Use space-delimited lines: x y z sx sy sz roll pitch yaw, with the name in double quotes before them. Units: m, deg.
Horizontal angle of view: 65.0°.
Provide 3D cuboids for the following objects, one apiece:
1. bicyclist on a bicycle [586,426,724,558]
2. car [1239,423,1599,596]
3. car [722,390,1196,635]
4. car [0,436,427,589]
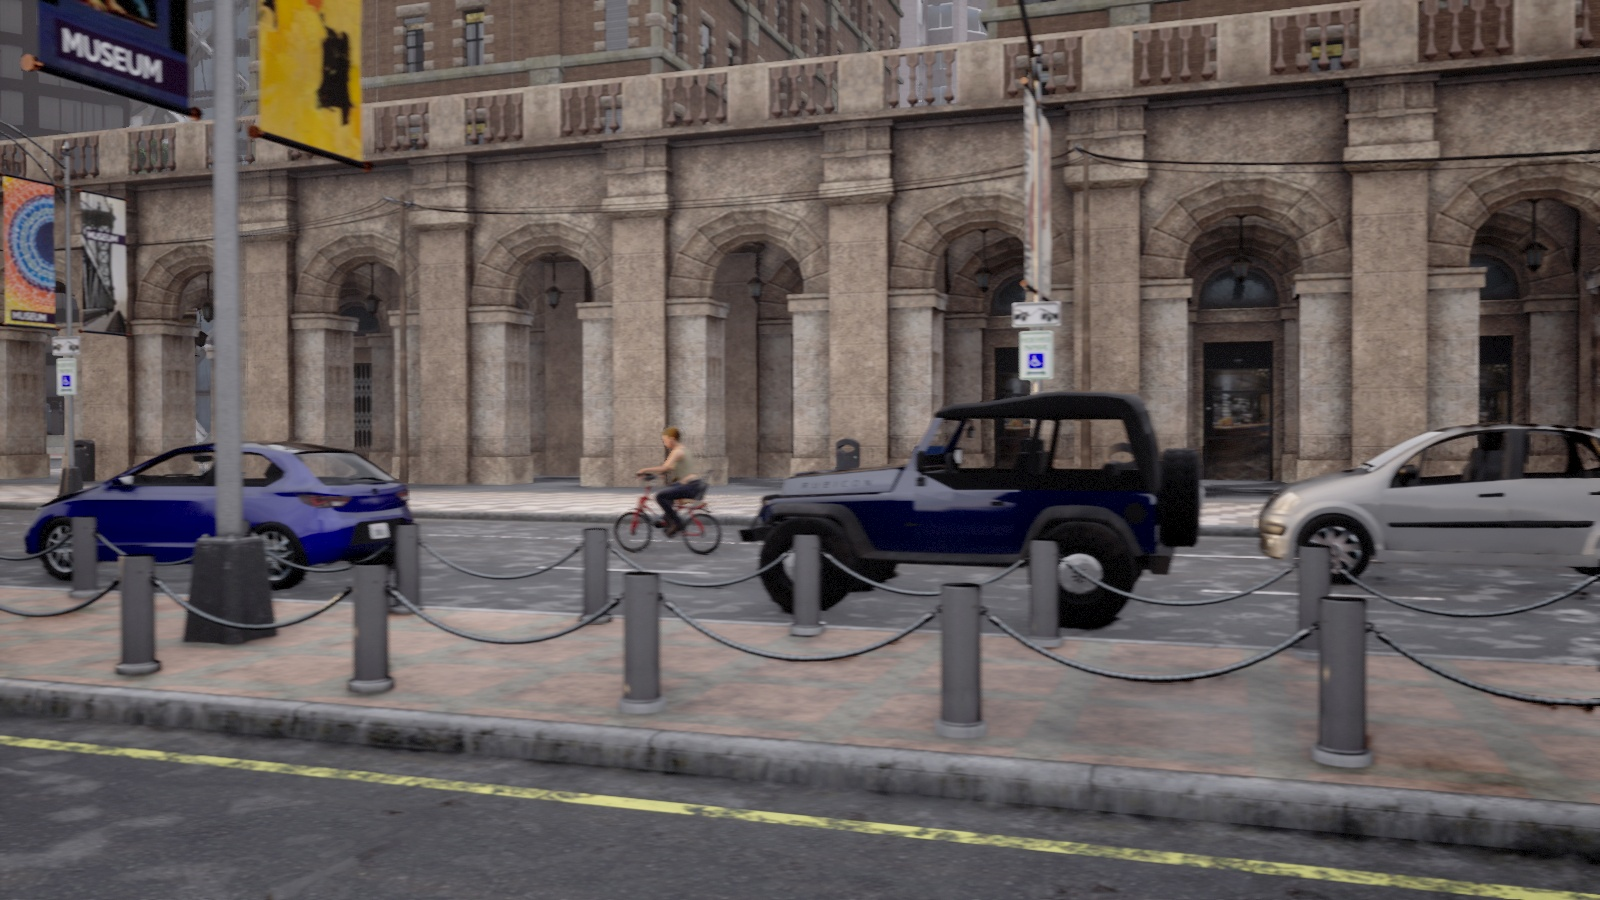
"bicyclist on a bicycle" -1.833 0.501 15.935 1.509 1.612 0.866 1 1 19
"car" 6.700 0.541 13.070 3.988 1.617 1.851 1 1 19
"car" 1.463 0.450 11.139 3.866 1.878 1.905 1 1 18
"car" -6.432 0.595 13.797 4.193 1.474 1.816 1 1 19
